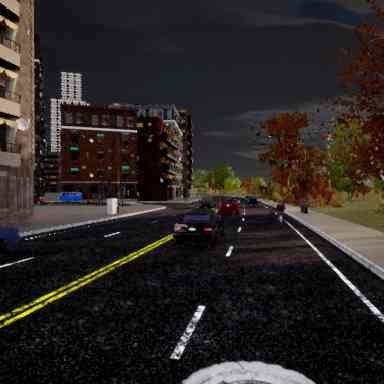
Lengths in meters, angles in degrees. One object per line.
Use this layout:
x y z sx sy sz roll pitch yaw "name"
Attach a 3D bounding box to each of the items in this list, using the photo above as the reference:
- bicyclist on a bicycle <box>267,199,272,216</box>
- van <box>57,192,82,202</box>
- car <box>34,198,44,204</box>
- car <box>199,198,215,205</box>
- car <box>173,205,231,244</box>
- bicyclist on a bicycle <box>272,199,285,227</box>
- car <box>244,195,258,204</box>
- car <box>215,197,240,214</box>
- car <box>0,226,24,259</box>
7.421 1.426 31.027 0.866 1.612 1.509 0 0 9 "bicyclist on a bicycle"
-20.780 0.889 56.959 3.998 1.788 1.690 1 -1 -21 "van"
-23.195 1.112 47.091 4.206 1.307 1.802 1 -1 -21 "car"
2.170 1.554 44.966 2.033 1.411 5.357 0 0 9 "car"
0.493 1.545 15.766 2.033 1.411 5.357 0 0 11 "car"
5.649 1.365 21.267 0.659 1.776 1.843 0 0 11 "bicyclist on a bicycle"
11.027 1.533 61.030 1.994 1.385 4.181 0 0 8 "car"
3.932 1.342 34.877 2.097 1.767 4.553 0 0 10 "car"
-7.506 1.548 9.879 2.033 1.411 5.357 0 0 12 "car"
